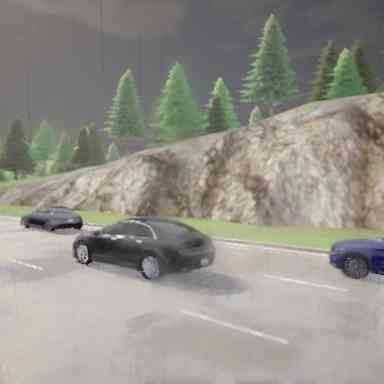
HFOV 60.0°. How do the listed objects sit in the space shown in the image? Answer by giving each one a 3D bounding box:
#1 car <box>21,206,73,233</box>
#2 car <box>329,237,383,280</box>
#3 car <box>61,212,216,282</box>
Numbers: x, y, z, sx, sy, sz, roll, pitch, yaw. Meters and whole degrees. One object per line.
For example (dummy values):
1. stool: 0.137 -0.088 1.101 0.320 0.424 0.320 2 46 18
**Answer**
1. car: -8.258 1.513 19.546 4.181 1.385 1.994 0 0 38
2. car: 6.031 1.593 8.497 4.674 1.442 1.812 0 0 35
3. car: -1.596 1.504 9.878 4.892 1.490 1.837 0 0 37
